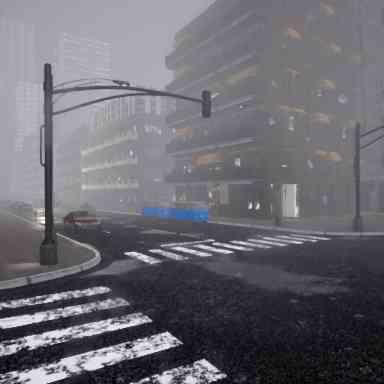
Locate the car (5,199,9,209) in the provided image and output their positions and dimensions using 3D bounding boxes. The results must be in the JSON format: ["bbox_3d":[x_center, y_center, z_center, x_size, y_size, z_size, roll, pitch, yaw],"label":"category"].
[{"bbox_3d":[-28.796,2.358,54.457,2.008,1.369,4.403,-1,0,-33],"label":"car"}]

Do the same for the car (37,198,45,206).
[{"bbox_3d":[-34.115,2.387,77.743,2.192,1.841,5.009,-1,0,-33],"label":"car"}]

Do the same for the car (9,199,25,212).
[{"bbox_3d":[-25.723,2.174,49.775,1.967,1.590,4.097,-1,0,-33],"label":"car"}]

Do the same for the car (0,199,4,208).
[{"bbox_3d":[-38.049,2.345,68.489,2.192,1.841,5.009,-1,0,-33],"label":"car"}]

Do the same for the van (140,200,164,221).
[{"bbox_3d":[-3.353,1.675,30.929,1.690,1.788,3.998,-1,0,-33],"label":"van"}]

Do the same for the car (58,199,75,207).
[{"bbox_3d":[-21.899,2.303,59.159,1.752,1.417,4.829,-1,0,-33],"label":"car"}]

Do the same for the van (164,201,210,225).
[{"bbox_3d":[-0.277,1.601,26.247,1.690,1.788,3.998,-1,0,-33],"label":"van"}]

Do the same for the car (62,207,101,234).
[{"bbox_3d":[-7.263,1.874,21.687,1.802,1.307,4.206,-1,0,-33],"label":"car"}]

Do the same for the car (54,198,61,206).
[{"bbox_3d":[-27.962,2.239,68.380,2.192,1.841,5.009,-1,0,-33],"label":"car"}]

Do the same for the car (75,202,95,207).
[{"bbox_3d":[-15.652,2.210,49.654,1.802,1.307,4.206,-1,0,-33],"label":"car"}]

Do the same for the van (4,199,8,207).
[{"bbox_3d":[-31.877,2.223,59.138,1.690,1.788,3.998,-1,0,-33],"label":"van"}]

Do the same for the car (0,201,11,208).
[{"bbox_3d":[-41.134,2.654,73.160,2.008,1.369,4.403,-1,0,-33],"label":"car"}]

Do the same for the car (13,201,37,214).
[{"bbox_3d":[-22.644,2.242,45.094,1.802,1.307,4.206,-1,0,-33],"label":"car"}]
